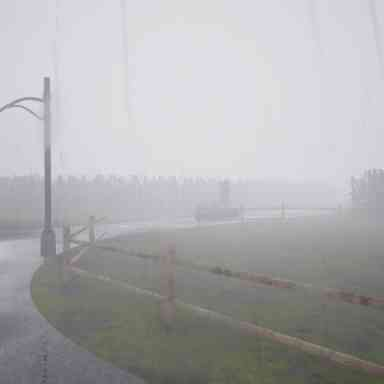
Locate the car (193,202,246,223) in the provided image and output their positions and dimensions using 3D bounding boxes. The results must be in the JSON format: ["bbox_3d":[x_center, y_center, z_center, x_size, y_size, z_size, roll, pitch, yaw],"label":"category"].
[{"bbox_3d":[2.208,1.510,25.783,4.902,1.511,2.128,0,-1,-44],"label":"car"}]
